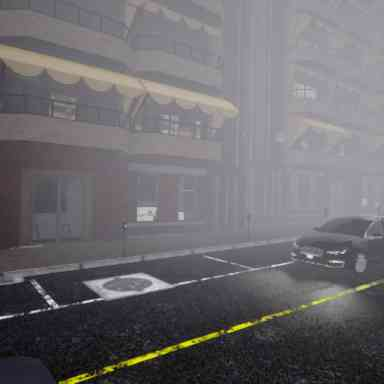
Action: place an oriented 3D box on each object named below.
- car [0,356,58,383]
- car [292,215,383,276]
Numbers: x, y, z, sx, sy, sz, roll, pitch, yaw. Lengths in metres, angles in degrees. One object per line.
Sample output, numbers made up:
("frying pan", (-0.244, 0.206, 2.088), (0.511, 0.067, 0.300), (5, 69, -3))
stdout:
("car", (-3.045, 1.546, 0.986), (5.357, 1.411, 2.033), (0, 0, -35))
("car", (5.192, 1.511, 10.485), (4.892, 1.490, 1.837), (0, 0, -36))
